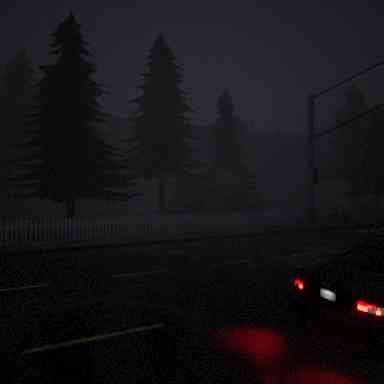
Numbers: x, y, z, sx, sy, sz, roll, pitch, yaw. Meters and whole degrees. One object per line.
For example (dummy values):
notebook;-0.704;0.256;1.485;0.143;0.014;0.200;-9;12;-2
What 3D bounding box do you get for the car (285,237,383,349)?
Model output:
car;4.203;1.490;5.823;5.357;1.411;2.033;-1;0;-25
